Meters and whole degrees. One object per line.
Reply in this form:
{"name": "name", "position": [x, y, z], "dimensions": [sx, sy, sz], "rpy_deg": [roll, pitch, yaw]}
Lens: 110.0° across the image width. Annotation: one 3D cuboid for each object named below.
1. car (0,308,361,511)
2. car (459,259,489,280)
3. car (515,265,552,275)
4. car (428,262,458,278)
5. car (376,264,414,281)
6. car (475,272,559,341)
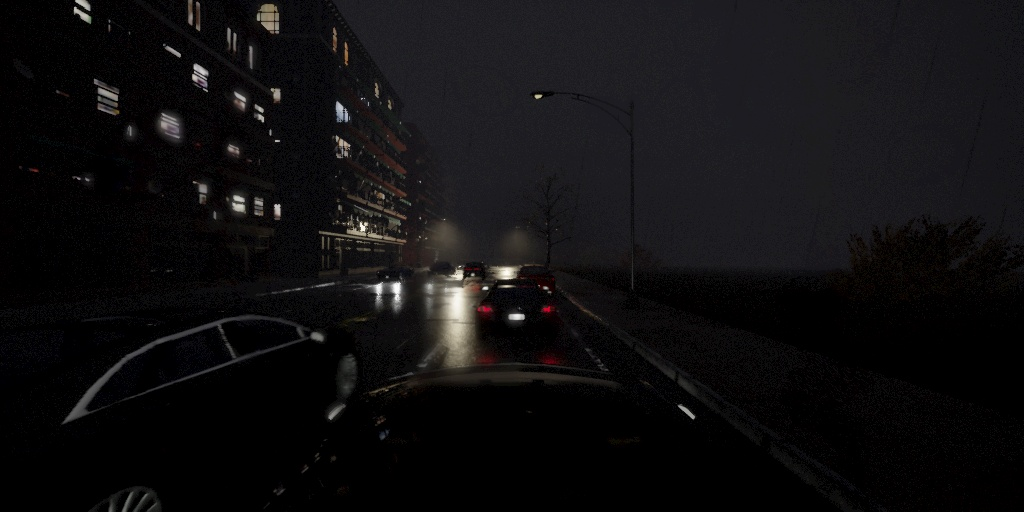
{"name": "car", "position": [-3.150, 1.241, 3.403], "dimensions": [2.128, 1.511, 4.902], "rpy_deg": [0, 0, 0]}
{"name": "car", "position": [-3.133, 1.256, 31.112], "dimensions": [1.837, 1.490, 4.892], "rpy_deg": [0, 0, 0]}
{"name": "car", "position": [1.148, 1.230, 18.849], "dimensions": [1.882, 1.535, 5.008], "rpy_deg": [0, 0, 0]}
{"name": "car", "position": [-6.593, 1.278, 33.805], "dimensions": [1.812, 1.442, 4.674], "rpy_deg": [0, 0, 0]}
{"name": "car", "position": [-9.833, 1.353, 30.461], "dimensions": [1.895, 1.301, 4.718], "rpy_deg": [0, 0, 0]}
{"name": "car", "position": [0.107, 1.315, 9.929], "dimensions": [1.994, 1.385, 4.181], "rpy_deg": [0, 0, 0]}
